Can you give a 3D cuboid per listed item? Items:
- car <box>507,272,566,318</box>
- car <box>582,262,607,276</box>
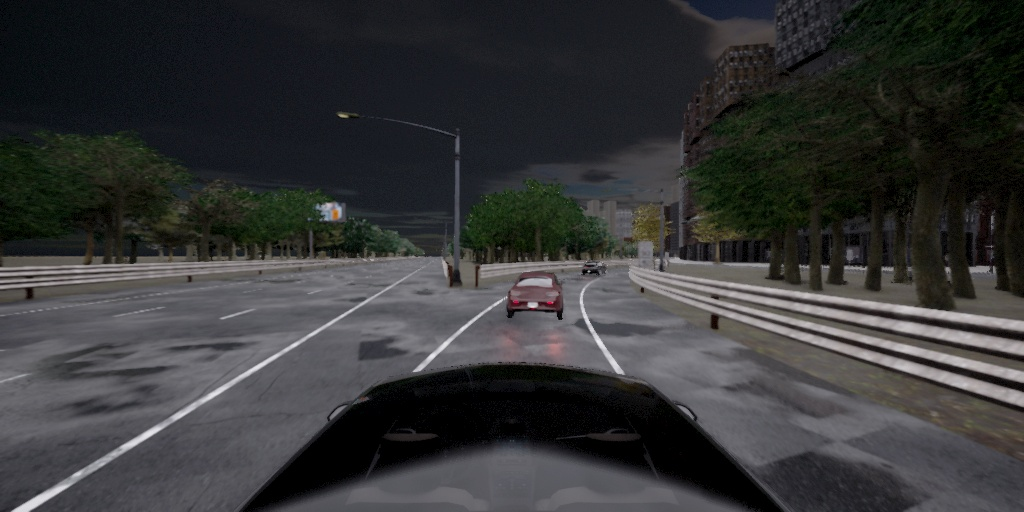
[{"bbox_3d":[0.943,1.293,12.966,1.812,1.442,4.674,0,0,8],"label":"car"},{"bbox_3d":[8.962,1.345,38.792,1.837,1.490,4.892,0,-1,27],"label":"car"}]
